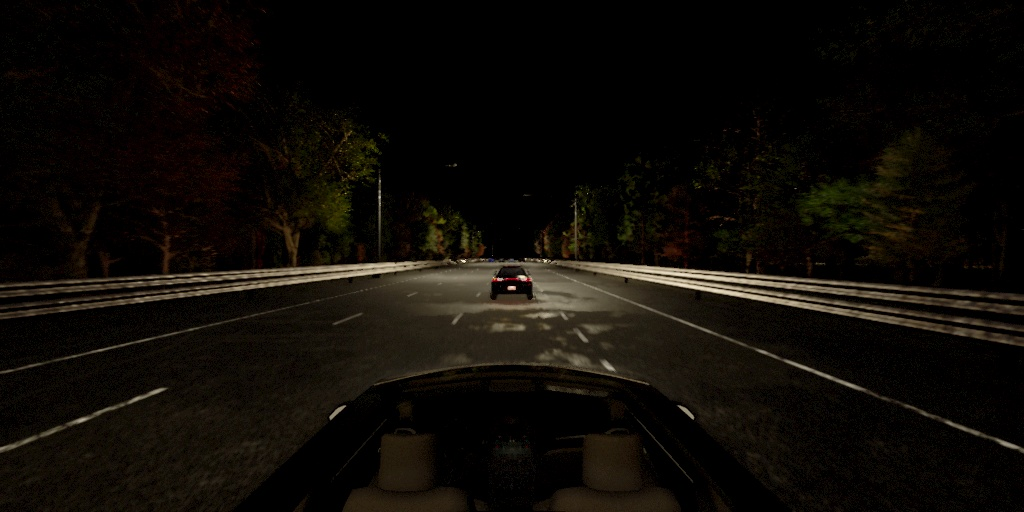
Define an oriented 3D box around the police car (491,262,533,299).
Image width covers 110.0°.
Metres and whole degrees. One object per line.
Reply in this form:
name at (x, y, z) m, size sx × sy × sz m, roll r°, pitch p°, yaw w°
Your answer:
police car at (-0.007, 1.253, 18.548) m, size 2.038 × 1.542 × 4.974 m, roll 0°, pitch 0°, yaw 0°
